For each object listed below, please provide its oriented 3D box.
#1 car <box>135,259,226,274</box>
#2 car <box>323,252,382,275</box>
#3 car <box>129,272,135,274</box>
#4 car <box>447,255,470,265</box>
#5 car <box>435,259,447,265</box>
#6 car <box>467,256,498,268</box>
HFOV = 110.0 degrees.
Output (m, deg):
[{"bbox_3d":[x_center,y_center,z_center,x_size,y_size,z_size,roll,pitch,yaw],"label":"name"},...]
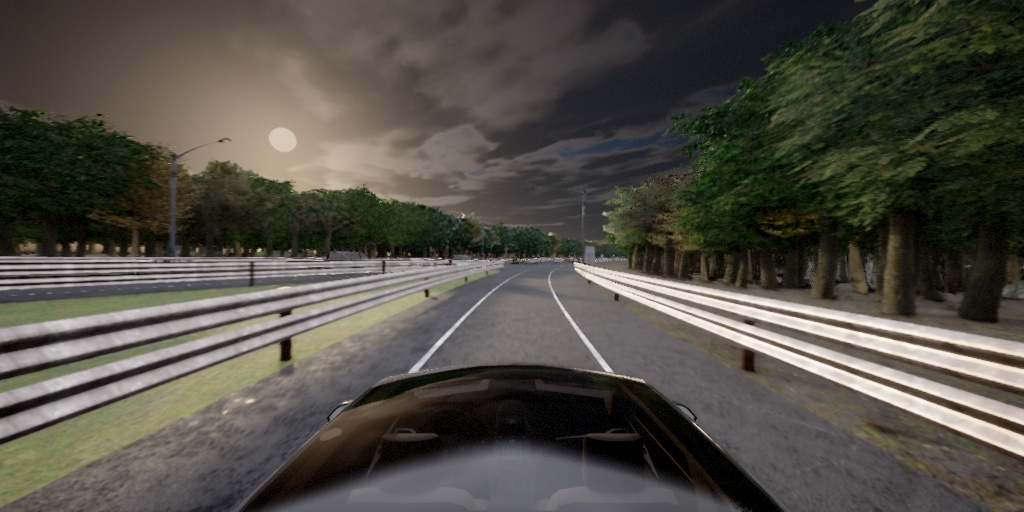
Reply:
[{"bbox_3d":[-21.973,0.907,24.250,1.994,1.385,4.181,1,0,22],"label":"car"},{"bbox_3d":[-14.634,0.681,33.207,2.150,2.045,5.566,1,0,22],"label":"car"},{"bbox_3d":[-24.842,0.886,26.499,1.895,1.301,4.718,1,0,22],"label":"car"},{"bbox_3d":[-7.904,0.838,59.545,2.150,2.045,5.566,1,0,22],"label":"car"},{"bbox_3d":[-11.181,1.140,60.788,1.994,1.385,4.181,1,0,22],"label":"car"},{"bbox_3d":[-4.658,1.203,58.245,2.033,1.411,5.357,1,0,22],"label":"car"}]
